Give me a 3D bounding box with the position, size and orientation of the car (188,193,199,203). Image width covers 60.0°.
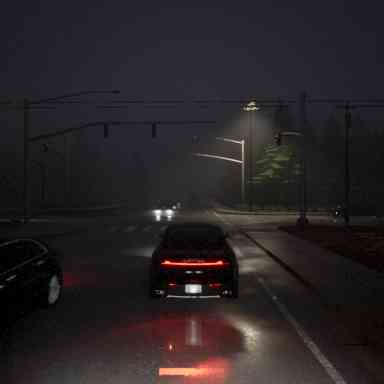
[{"bbox_3d":[0.306,1.224,70.494,2.150,2.045,5.566,0,0,2],"label":"car"}]

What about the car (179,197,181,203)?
[{"bbox_3d":[-3.356,1.506,68.480,1.837,1.490,4.892,0,0,2],"label":"car"}]

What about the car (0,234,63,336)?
[{"bbox_3d":[-3.592,1.497,5.082,1.837,1.490,4.892,0,0,0],"label":"car"}]

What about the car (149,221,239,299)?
[{"bbox_3d":[0.049,1.501,8.461,1.837,1.490,4.892,0,0,1],"label":"car"}]

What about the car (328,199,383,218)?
[{"bbox_3d":[14.590,1.379,29.596,4.553,1.767,2.097,0,0,1],"label":"car"}]

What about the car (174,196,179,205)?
[{"bbox_3d":[-3.564,1.478,55.147,1.882,1.535,5.008,0,0,0],"label":"car"}]

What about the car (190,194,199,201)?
[{"bbox_3d":[0.580,1.355,80.886,2.097,1.767,4.553,0,0,2],"label":"car"}]

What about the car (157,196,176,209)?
[{"bbox_3d":[-3.592,1.601,44.865,1.895,1.301,4.718,0,0,0],"label":"car"}]
